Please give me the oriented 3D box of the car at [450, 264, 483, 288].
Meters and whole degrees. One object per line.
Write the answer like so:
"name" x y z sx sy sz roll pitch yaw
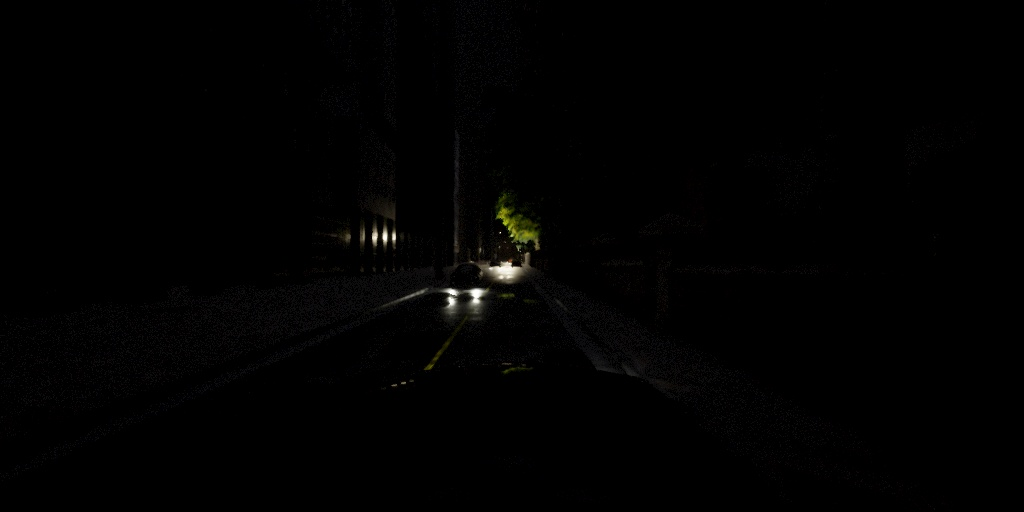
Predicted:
"car" -3.099 1.314 25.060 1.882 1.535 5.008 0 0 0
